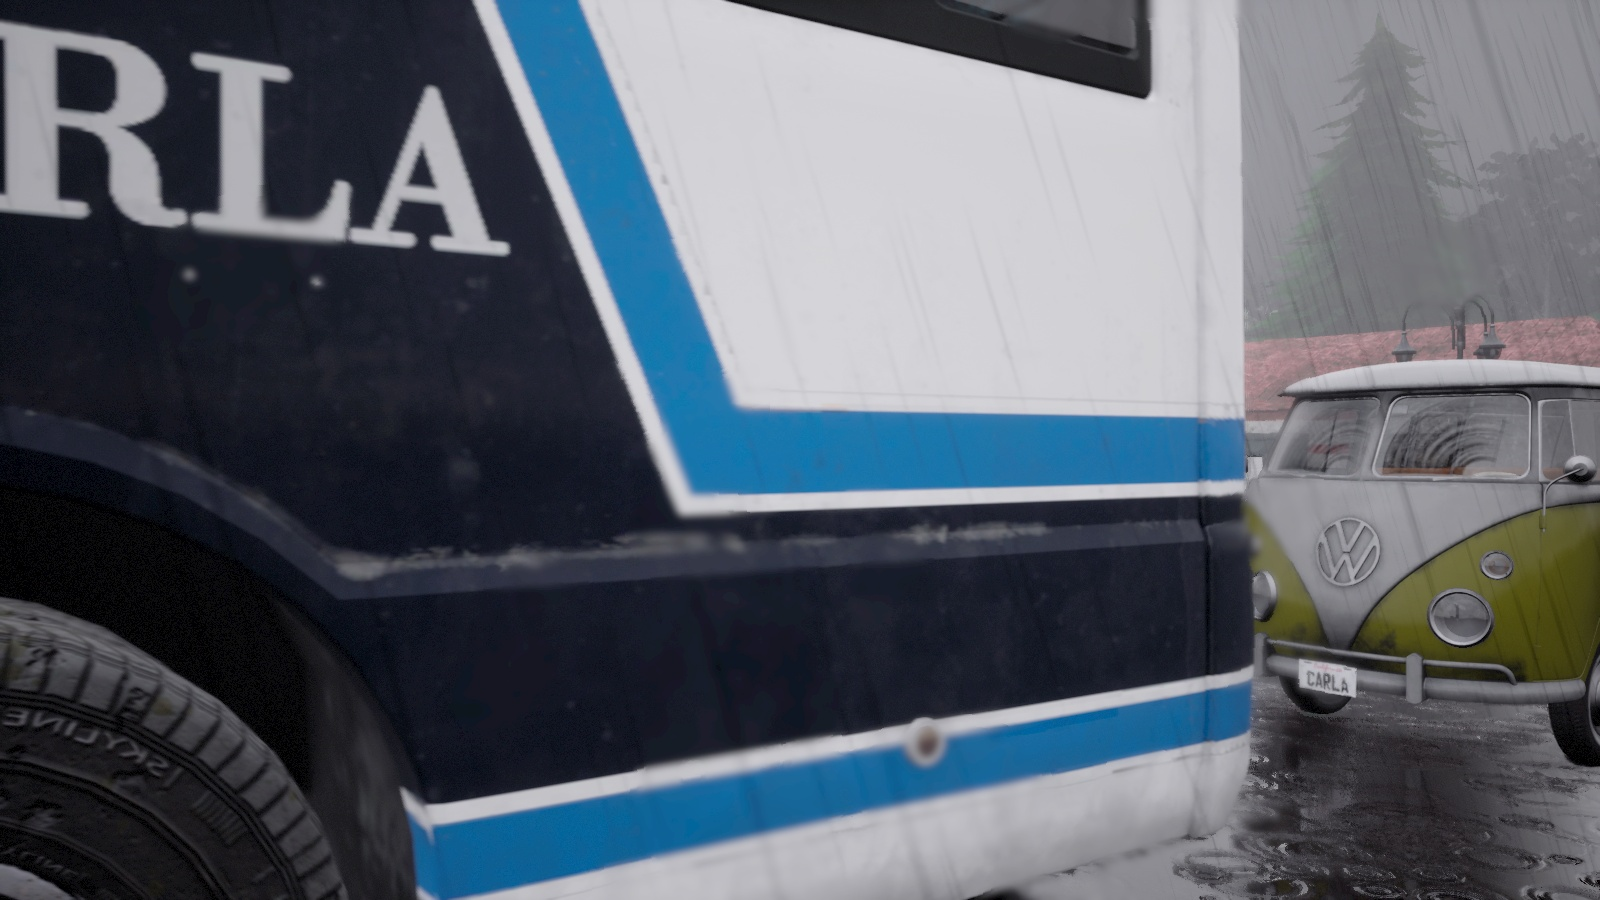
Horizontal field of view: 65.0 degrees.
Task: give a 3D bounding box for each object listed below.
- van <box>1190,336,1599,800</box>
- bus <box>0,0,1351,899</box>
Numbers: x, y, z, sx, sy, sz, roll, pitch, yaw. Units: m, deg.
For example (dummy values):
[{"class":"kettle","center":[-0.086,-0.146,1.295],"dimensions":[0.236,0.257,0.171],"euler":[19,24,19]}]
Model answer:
[{"class":"van","center":[4.457,0.506,7.380],"dimensions":[4.442,1.987,1.775],"euler":[0,0,-35]},{"class":"bus","center":[-4.189,-0.620,1.362],"dimensions":[10.273,4.253,3.944],"euler":[0,0,-35]}]
